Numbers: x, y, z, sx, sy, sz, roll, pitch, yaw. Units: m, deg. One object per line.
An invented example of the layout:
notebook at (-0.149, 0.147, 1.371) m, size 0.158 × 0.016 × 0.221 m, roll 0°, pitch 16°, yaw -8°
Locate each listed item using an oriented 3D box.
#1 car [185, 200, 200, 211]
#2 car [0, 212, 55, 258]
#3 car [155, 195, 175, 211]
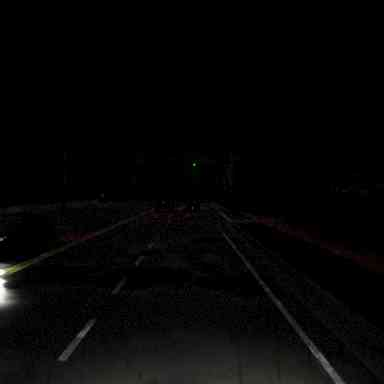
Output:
car at (0.104, 1.719, 43.287) m, size 1.895 × 1.301 × 4.718 m, roll 0°, pitch 0°, yaw 0°
car at (-7.022, 1.563, 13.102) m, size 1.812 × 1.442 × 4.674 m, roll 0°, pitch 0°, yaw 0°
car at (-3.396, 1.339, 42.099) m, size 2.150 × 2.045 × 5.566 m, roll 0°, pitch 0°, yaw 0°
